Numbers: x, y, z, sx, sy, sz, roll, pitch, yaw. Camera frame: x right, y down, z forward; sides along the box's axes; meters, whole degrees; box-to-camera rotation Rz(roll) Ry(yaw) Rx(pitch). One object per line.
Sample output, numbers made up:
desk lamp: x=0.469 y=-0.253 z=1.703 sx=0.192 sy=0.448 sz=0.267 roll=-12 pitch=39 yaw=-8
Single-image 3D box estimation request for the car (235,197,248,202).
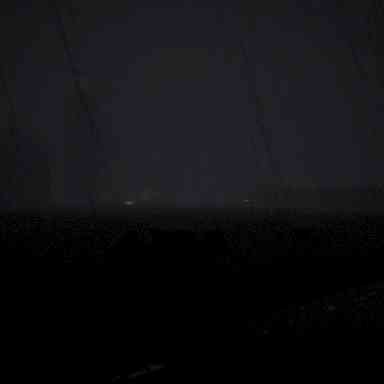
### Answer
car: x=11.357 y=1.883 z=78.081 sx=2.097 sy=1.767 sz=4.553 roll=0 pitch=0 yaw=-36
